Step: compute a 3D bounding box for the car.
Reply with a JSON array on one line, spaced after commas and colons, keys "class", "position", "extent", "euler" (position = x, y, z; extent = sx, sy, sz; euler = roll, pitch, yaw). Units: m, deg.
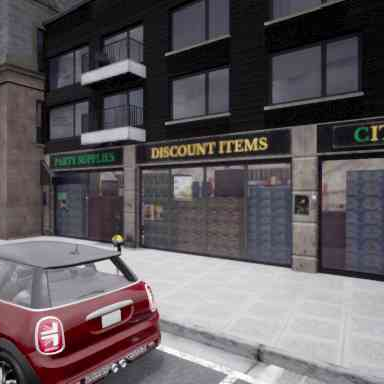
[{"class": "car", "position": [-2.477, 1.440, 4.848], "extent": [4.097, 1.590, 1.967], "euler": [0, 0, 36]}]
